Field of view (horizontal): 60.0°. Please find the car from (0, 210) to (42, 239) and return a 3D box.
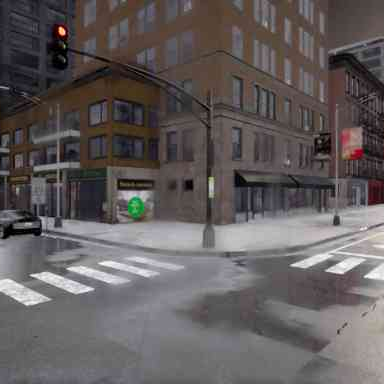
[{"bbox_3d":[-9.326,1.577,17.252,4.313,1.339,1.947,0,0,43],"label":"car"}]
